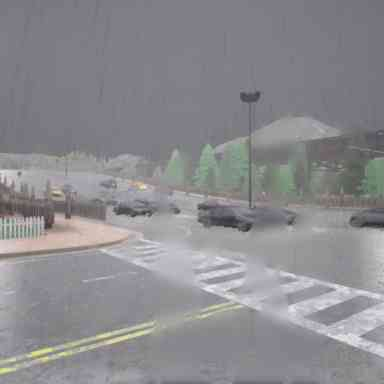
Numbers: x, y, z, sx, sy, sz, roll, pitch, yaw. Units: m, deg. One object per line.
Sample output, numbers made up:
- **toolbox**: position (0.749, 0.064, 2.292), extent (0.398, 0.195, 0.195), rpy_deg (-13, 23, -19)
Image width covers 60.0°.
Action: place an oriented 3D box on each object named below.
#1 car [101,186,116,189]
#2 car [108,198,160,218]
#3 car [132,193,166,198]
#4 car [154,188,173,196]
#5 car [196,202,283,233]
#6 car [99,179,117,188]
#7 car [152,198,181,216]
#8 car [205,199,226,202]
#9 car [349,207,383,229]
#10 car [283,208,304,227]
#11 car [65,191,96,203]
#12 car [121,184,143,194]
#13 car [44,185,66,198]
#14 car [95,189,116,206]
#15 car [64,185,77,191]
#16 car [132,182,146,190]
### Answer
- **car**: position (-13.976, 0.421, 53.346), extent (1.837, 1.490, 4.892), rpy_deg (0, 6, -36)
- **car**: position (-5.378, 1.539, 30.293), extent (2.033, 1.411, 5.357), rpy_deg (0, 0, -37)
- **car**: position (-5.600, 1.314, 42.175), extent (1.882, 1.535, 5.008), rpy_deg (0, 2, -37)
- **car**: position (-5.678, -0.126, 65.867), extent (2.128, 1.511, 4.902), rpy_deg (0, 7, -37)
- **car**: position (2.458, 1.548, 19.988), extent (2.033, 1.411, 5.357), rpy_deg (0, 0, -37)
- **car**: position (-17.640, -1.706, 70.007), extent (2.150, 2.045, 5.566), rpy_deg (0, 7, -37)
- **car**: position (-2.915, 1.555, 32.843), extent (1.994, 1.385, 4.181), rpy_deg (0, 0, -37)
- **car**: position (2.501, 1.472, 31.499), extent (1.882, 1.535, 5.008), rpy_deg (0, 0, -37)
- **car**: position (11.562, 1.564, 19.579), extent (1.994, 1.385, 4.181), rpy_deg (0, 0, -37)
- **car**: position (5.246, 1.565, 22.102), extent (1.994, 1.385, 4.181), rpy_deg (0, 0, -37)
- **car**: position (-14.246, 1.106, 42.001), extent (1.837, 1.490, 4.892), rpy_deg (0, 3, -37)
- **car**: position (-11.517, -0.063, 61.984), extent (1.895, 1.301, 4.718), rpy_deg (0, 7, -37)
- **car**: position (-21.786, 0.013, 52.102), extent (1.882, 1.535, 5.008), rpy_deg (0, 7, -36)
- **car**: position (-11.731, 0.922, 44.482), extent (2.097, 1.767, 4.553), rpy_deg (0, 3, -37)
- **car**: position (-21.319, -0.439, 57.370), extent (2.128, 1.511, 4.902), rpy_deg (0, 7, -37)
- **car**: position (-11.943, -1.425, 74.037), extent (1.882, 1.535, 5.008), rpy_deg (0, 7, -37)
